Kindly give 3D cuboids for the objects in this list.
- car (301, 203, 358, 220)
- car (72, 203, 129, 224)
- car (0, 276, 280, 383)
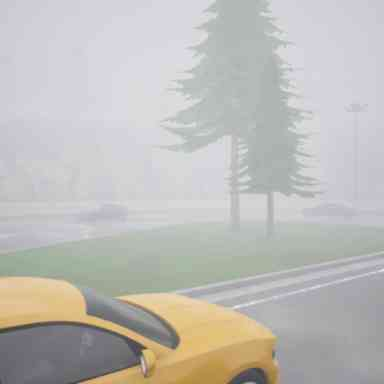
[{"bbox_3d":[12.193,1.652,29.697,4.674,1.442,1.812,0,-1,37],"label":"car"},{"bbox_3d":[-6.773,1.562,25.070,1.812,1.442,4.674,0,0,33],"label":"car"},{"bbox_3d":[-1.399,1.479,2.642,5.008,1.535,1.882,2,-1,-36],"label":"car"}]
